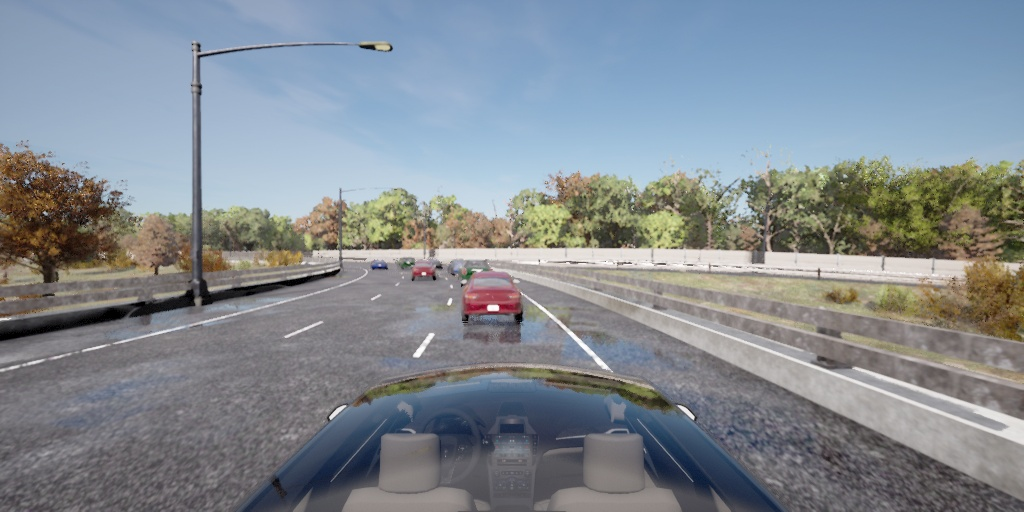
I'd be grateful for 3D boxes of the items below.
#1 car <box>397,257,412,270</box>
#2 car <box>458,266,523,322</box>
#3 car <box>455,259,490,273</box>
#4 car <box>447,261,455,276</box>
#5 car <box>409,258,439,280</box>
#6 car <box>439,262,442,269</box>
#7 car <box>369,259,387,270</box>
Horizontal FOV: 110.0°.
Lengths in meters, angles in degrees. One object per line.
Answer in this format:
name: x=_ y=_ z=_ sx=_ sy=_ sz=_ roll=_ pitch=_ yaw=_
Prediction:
car: x=-14.391 y=0.903 z=48.749 sx=2.097 sy=1.767 sz=4.553 roll=0 pitch=0 yaw=-24
car: x=-0.708 y=1.229 z=12.013 sx=1.812 sy=1.442 sz=4.674 roll=0 pitch=0 yaw=-5
car: x=-2.504 y=1.003 z=23.977 sx=2.097 sy=1.767 sz=4.553 roll=0 pitch=0 yaw=-11
car: x=-5.260 y=1.151 z=35.252 sx=2.033 sy=1.411 sz=5.357 roll=0 pitch=0 yaw=-17
car: x=-7.222 y=1.157 z=29.271 sx=1.812 sy=1.442 sz=4.674 roll=0 pitch=0 yaw=-15
car: x=-11.119 y=1.105 z=50.014 sx=1.994 sy=1.385 sz=4.181 roll=0 pitch=0 yaw=-24
car: x=-17.916 y=1.119 z=48.036 sx=1.994 sy=1.385 sz=4.181 roll=0 pitch=0 yaw=-25
